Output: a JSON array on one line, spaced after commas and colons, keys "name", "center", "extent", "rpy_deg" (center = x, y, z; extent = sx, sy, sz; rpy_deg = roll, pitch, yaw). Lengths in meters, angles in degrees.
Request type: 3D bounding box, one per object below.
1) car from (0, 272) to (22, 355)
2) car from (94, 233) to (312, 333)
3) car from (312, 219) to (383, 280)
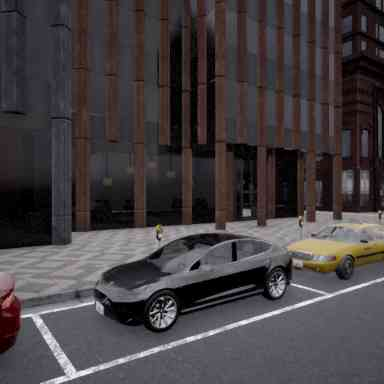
[{"name": "car", "center": [-4.357, 1.545, 3.547], "extent": [4.507, 1.381, 1.887], "rpy_deg": [0, 0, -35]}, {"name": "car", "center": [0.238, 1.566, 6.811], "extent": [4.313, 1.339, 1.947], "rpy_deg": [0, 0, -35]}, {"name": "car", "center": [4.695, 1.527, 9.976], "extent": [4.829, 1.417, 1.752], "rpy_deg": [0, 0, -35]}]
